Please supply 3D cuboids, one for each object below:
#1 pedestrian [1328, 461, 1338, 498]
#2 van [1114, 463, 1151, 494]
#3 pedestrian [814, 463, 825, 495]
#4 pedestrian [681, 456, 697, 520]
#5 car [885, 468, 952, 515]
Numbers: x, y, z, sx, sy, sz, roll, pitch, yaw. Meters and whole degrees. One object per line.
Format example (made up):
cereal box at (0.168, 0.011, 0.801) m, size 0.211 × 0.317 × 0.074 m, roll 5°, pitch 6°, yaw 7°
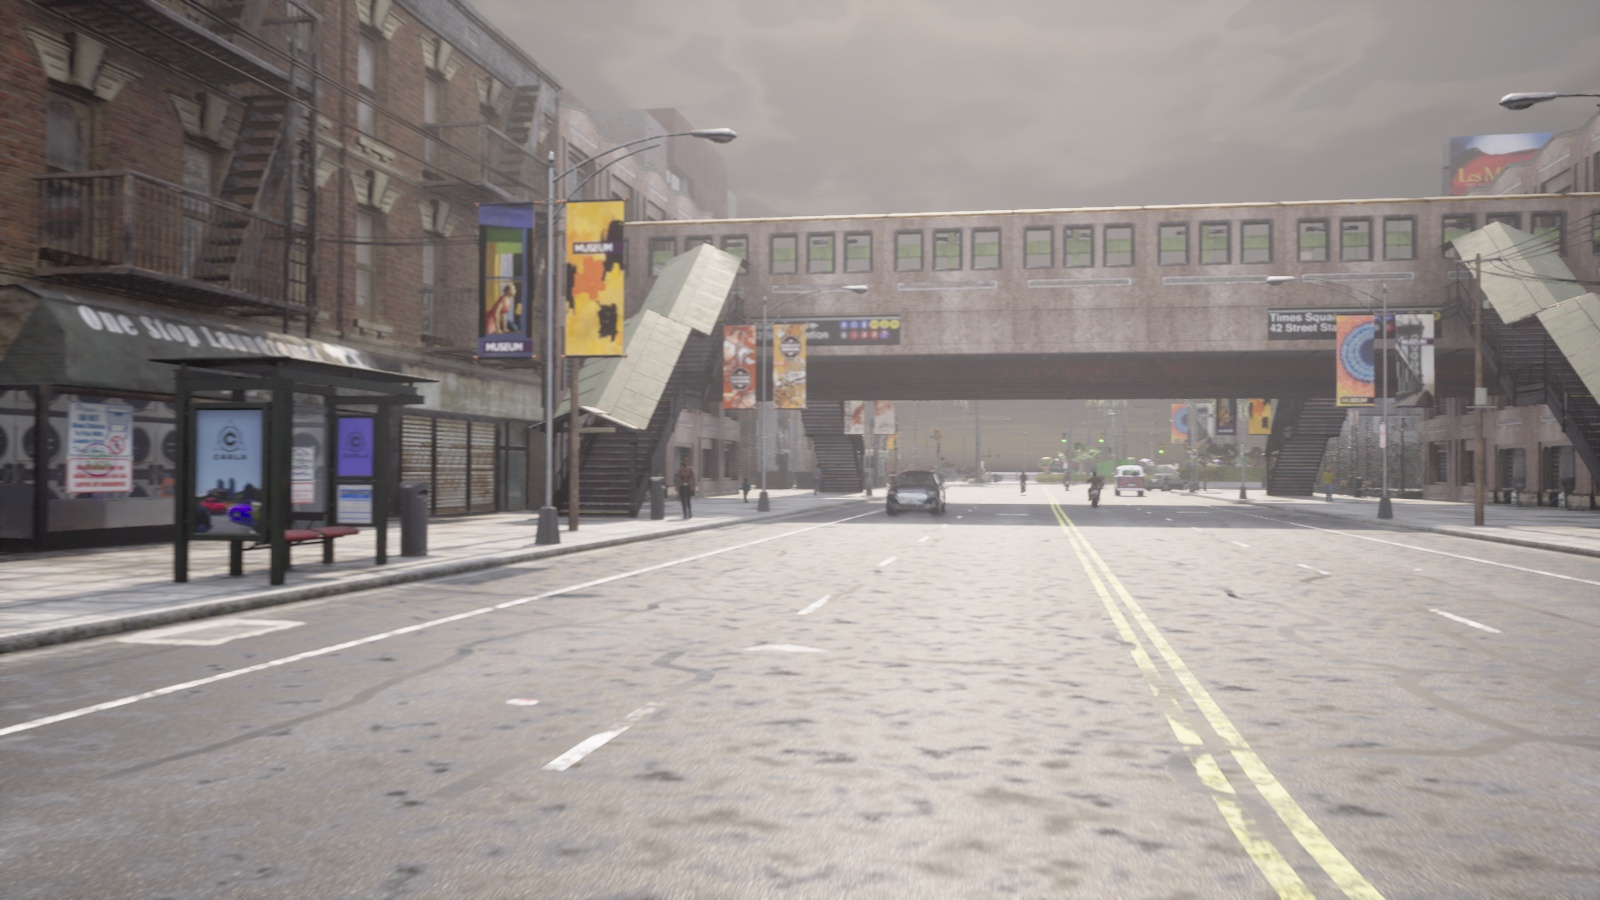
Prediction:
pedestrian at (26.458, 1.443, 62.360) m, size 0.354 × 1.836 × 0.706 m, roll 0°, pitch -1°, yaw 13°
van at (22.441, 1.900, 84.928) m, size 2.069 × 2.038 × 4.480 m, roll 0°, pitch -1°, yaw 11°
pedestrian at (1.129, 1.683, 72.473) m, size 0.354 × 1.836 × 0.706 m, roll -1°, pitch -1°, yaw 22°
pedestrian at (-3.167, 1.082, 35.907) m, size 0.328 × 1.805 × 0.869 m, roll 0°, pitch -1°, yaw 3°
car at (4.481, 1.518, 46.874) m, size 2.033 × 1.649 × 4.856 m, roll 0°, pitch -1°, yaw 11°
